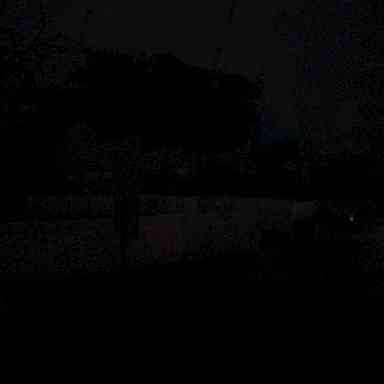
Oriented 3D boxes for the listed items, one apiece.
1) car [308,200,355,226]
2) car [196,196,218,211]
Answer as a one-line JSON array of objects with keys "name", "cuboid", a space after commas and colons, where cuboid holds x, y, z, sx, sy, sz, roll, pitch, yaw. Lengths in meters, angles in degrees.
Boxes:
[{"name": "car", "cuboid": [7.853, 1.288, 21.338, 2.128, 1.511, 4.902, 1, 0, -36]}, {"name": "car", "cuboid": [0.802, 1.158, 30.964, 1.812, 1.442, 4.674, 1, 0, -37]}]
